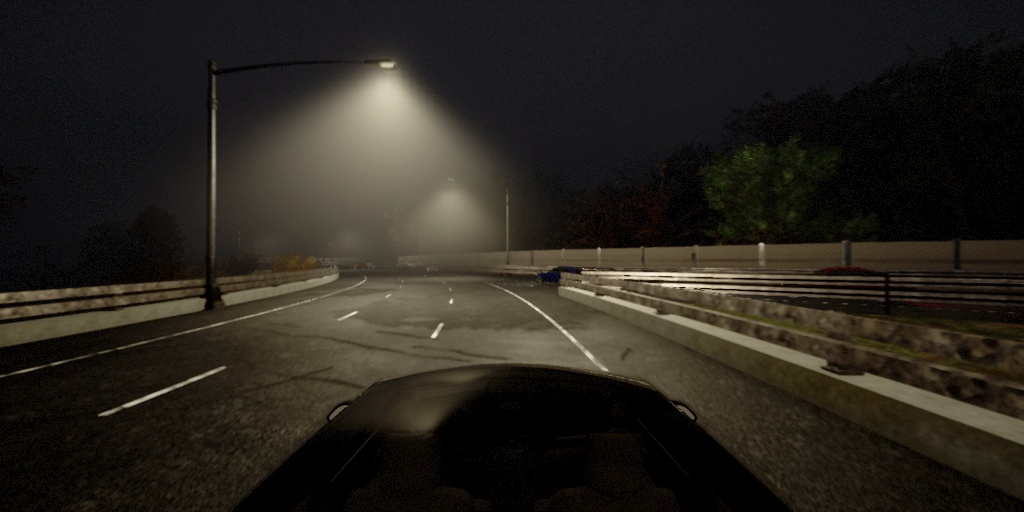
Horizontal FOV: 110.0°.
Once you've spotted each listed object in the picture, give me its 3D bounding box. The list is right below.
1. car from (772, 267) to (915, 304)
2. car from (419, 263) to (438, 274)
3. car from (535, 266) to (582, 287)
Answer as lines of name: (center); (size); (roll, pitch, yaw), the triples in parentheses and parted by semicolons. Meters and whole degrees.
car: (15.460, 1.289, 17.117); (5.008, 1.535, 1.882); (-2, -1, 37)
car: (-12.096, 1.773, 51.717); (2.033, 1.411, 5.357); (-1, 4, -27)
car: (3.806, 1.502, 27.152); (1.812, 1.442, 4.674); (0, -1, -43)
